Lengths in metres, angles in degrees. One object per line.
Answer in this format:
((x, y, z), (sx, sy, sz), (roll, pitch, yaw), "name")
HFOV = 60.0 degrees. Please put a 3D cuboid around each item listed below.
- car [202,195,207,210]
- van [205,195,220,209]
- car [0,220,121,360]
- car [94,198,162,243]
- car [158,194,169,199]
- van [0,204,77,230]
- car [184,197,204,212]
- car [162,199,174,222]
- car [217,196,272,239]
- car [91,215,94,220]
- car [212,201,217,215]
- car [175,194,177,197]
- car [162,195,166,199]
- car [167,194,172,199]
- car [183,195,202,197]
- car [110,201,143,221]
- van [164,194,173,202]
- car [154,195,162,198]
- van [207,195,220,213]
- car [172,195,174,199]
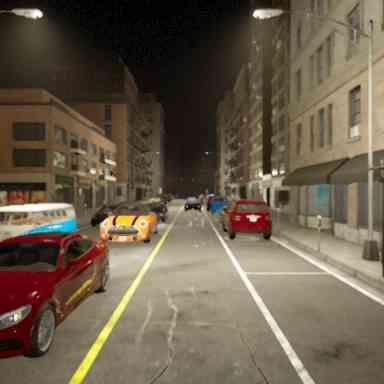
((2.677, 1.282, 38.687), (2.192, 1.841, 5.009), (0, 0, 0), "car")
((2.671, 1.302, 44.093), (1.690, 1.788, 3.998), (0, 0, 0), "van")
((-2.848, 1.517, 6.147), (1.812, 1.442, 4.674), (0, 0, 2), "car")
((-2.852, 1.334, 15.926), (2.097, 1.767, 4.553), (0, 0, 0), "car")
((-5.408, 1.504, 54.902), (1.947, 1.339, 4.313), (0, 0, 0), "car")
((-5.409, 1.323, 11.652), (1.690, 1.788, 3.998), (0, 0, 0), "van")
((0.097, 1.565, 37.385), (1.895, 1.301, 4.718), (0, 0, 0), "car")
((-2.844, 1.519, 26.271), (2.033, 1.411, 5.357), (0, 0, 0), "car")
((2.702, 1.304, 17.062), (2.192, 1.841, 5.009), (0, 0, 0), "car")
((-5.409, 1.537, 22.465), (1.947, 1.339, 4.313), (0, 0, 0), "car")
((2.696, 1.534, 22.468), (2.008, 1.369, 4.403), (0, 0, 0), "car")
((-5.407, 1.462, 81.934), (2.008, 1.369, 4.403), (0, 0, 0), "car")
((-5.408, 1.495, 49.496), (2.008, 1.369, 4.403), (0, 0, 0), "car")
((-5.408, 1.248, 60.308), (2.192, 1.841, 5.009), (0, 0, 0), "car")
((-0.003, 1.501, 48.040), (2.033, 1.411, 5.357), (0, 0, 0), "car")
((-5.409, 1.511, 27.871), (1.887, 1.381, 4.507), (0, 0, 0), "car")
((-5.407, 1.257, 76.527), (1.690, 1.788, 3.998), (0, 0, 0), "van")
((-5.408, 1.475, 43.921), (1.752, 1.417, 4.829), (0, 0, 0), "car")
((2.683, 1.314, 33.280), (1.690, 1.788, 3.998), (0, 0, 0), "van")
((-5.407, 1.504, 71.121), (1.802, 1.307, 4.206), (0, 0, 0), "car")
